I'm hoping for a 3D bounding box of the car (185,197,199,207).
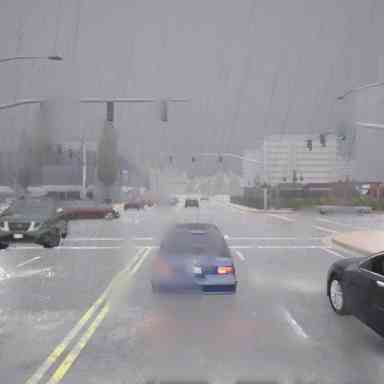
[{"bbox_3d":[-0.053,1.477,49.984,1.882,1.535,5.008,0,0,0],"label":"car"}]

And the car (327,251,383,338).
[{"bbox_3d":[3.547,1.505,4.636,1.837,1.490,4.892,0,0,0],"label":"car"}]

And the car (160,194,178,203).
[{"bbox_3d":[-3.771,1.491,56.828,2.128,1.511,4.902,0,0,0],"label":"car"}]

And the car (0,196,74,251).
[{"bbox_3d":[-6.844,1.220,14.681,2.150,2.045,5.566,2,0,-12],"label":"car"}]

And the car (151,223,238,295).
[{"bbox_3d":[0.053,1.547,8.881,2.033,1.411,5.357,0,0,0],"label":"car"}]

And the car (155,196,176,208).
[{"bbox_3d":[-3.755,1.601,47.558,1.895,1.301,4.718,0,0,0],"label":"car"}]

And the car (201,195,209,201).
[{"bbox_3d":[3.222,1.552,84.560,1.994,1.385,4.181,0,0,0],"label":"car"}]

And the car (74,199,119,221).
[{"bbox_3d":[-7.975,1.351,25.766,4.553,1.767,2.097,0,0,-21],"label":"car"}]

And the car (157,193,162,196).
[{"bbox_3d":[-7.265,1.352,61.823,2.097,1.767,4.553,0,0,0],"label":"car"}]

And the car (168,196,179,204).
[{"bbox_3d":[-3.748,1.564,66.696,1.994,1.385,4.181,0,0,0],"label":"car"}]

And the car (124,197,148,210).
[{"bbox_3d":[-7.287,1.601,42.252,1.895,1.301,4.718,0,0,1],"label":"car"}]

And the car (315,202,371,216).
[{"bbox_3d":[14.343,1.601,31.804,4.718,1.301,1.895,0,0,1],"label":"car"}]

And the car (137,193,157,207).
[{"bbox_3d":[-7.260,1.221,51.896,2.150,2.045,5.566,0,0,0],"label":"car"}]
